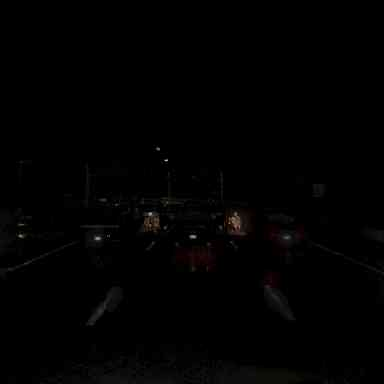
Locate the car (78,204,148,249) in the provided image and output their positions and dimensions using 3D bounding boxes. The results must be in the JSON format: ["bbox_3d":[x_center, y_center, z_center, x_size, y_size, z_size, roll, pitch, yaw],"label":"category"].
[{"bbox_3d":[-3.452,1.492,14.623,2.128,1.511,4.902,0,0,0],"label":"car"}]

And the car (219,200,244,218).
[{"bbox_3d":[3.599,1.514,29.600,1.837,1.490,4.892,0,0,0],"label":"car"}]

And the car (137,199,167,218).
[{"bbox_3d":[-3.401,1.514,29.623,1.837,1.490,4.892,0,0,0],"label":"car"}]

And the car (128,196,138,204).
[{"bbox_3d":[-11.423,1.558,65.968,1.812,1.442,4.674,0,0,0],"label":"car"}]

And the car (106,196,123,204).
[{"bbox_3d":[-14.923,1.519,65.957,2.128,1.511,4.902,0,0,0],"label":"car"}]

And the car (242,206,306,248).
[{"bbox_3d":[3.548,1.530,14.600,1.812,1.442,4.674,0,0,0],"label":"car"}]

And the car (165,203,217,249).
[{"bbox_3d":[0.048,1.482,14.612,1.882,1.535,5.008,0,0,0],"label":"car"}]

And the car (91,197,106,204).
[{"bbox_3d":[-18.423,1.653,65.916,1.895,1.301,4.718,0,0,0],"label":"car"}]
